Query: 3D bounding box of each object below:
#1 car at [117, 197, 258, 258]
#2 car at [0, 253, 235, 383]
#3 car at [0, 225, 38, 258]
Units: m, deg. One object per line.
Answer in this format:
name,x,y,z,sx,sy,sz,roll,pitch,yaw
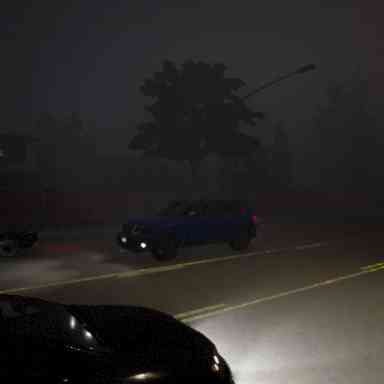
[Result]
car,0.022,1.228,12.574,5.566,2.045,2.150,0,0,-35
car,-1.651,1.564,2.569,4.181,1.385,1.994,0,0,-35
car,-7.912,1.602,11.239,4.718,1.301,1.895,0,0,-35
